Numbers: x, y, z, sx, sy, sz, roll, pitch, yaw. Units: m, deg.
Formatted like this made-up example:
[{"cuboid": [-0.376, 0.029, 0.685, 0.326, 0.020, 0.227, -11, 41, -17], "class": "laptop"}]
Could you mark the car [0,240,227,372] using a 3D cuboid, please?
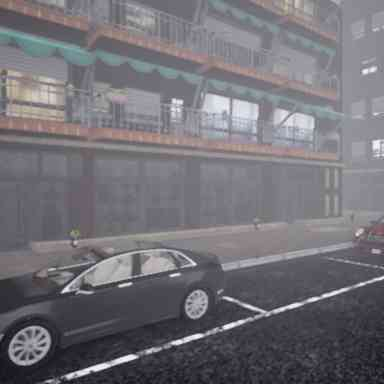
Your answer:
[{"cuboid": [-1.398, 1.545, 5.561, 4.403, 1.369, 2.008, 0, 0, -35], "class": "car"}]

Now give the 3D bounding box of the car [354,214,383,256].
[{"cuboid": [7.620, 1.406, 11.994, 4.097, 1.590, 1.967, 0, 0, -35], "class": "car"}]
